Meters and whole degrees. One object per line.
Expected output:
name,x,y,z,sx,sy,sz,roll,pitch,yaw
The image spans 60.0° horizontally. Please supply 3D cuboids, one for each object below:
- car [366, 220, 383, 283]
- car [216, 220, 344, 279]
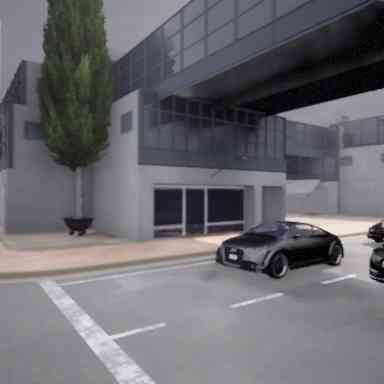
car,6.453,1.524,8.460,4.902,1.511,2.128,0,0,-34
car,2.760,1.584,10.164,4.181,1.385,1.994,0,0,-35
